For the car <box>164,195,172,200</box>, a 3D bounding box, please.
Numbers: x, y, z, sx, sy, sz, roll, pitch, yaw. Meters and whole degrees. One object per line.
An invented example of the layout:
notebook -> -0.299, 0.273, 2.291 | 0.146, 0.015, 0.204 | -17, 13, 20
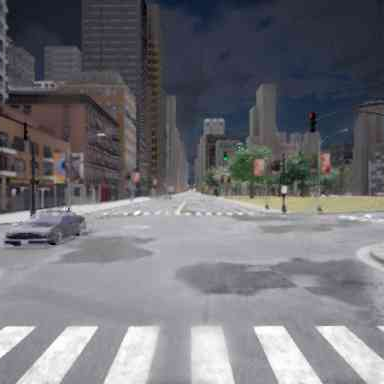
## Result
car -> -6.414, 1.410, 88.260 | 1.812, 1.442, 4.674 | 0, 0, 0

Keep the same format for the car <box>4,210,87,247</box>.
car -> -6.508, 1.574, 15.576 | 2.033, 1.411, 5.357 | 0, 0, 0
